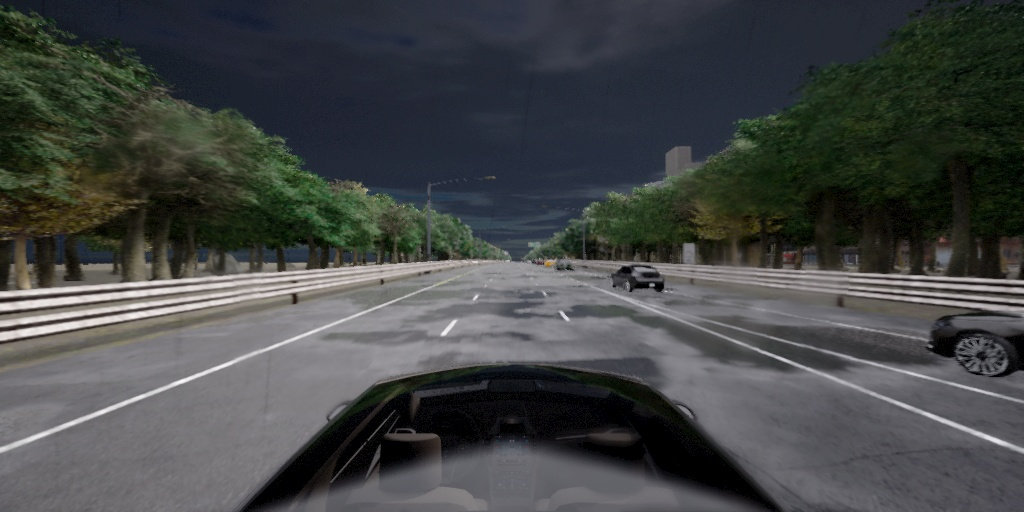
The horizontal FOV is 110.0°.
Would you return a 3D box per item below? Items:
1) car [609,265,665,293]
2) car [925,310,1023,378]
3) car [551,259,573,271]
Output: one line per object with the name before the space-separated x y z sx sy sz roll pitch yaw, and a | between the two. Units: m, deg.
car | 7.142 1.267 20.917 1.837 1.490 4.892 -1 0 -2
car | 8.955 1.260 4.670 2.128 1.511 4.902 0 0 -11
car | 7.016 1.142 49.393 2.097 1.767 4.553 0 0 0
